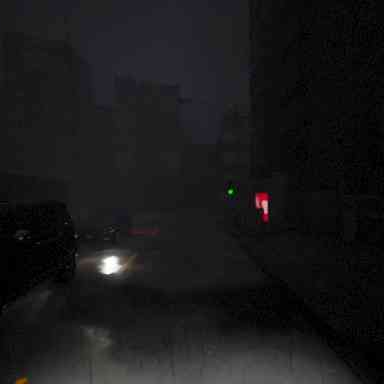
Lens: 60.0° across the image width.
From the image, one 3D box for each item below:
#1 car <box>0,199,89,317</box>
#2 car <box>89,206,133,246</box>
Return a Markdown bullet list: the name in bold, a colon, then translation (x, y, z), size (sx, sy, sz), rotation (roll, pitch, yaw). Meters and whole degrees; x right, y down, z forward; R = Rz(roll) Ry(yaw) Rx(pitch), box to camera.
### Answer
- **car**: translation (-4.094, 1.212, 6.666), size (2.150, 2.045, 5.566), rotation (0, 0, 0)
- **car**: translation (-4.000, 1.458, 15.426), size (1.882, 1.535, 5.008), rotation (0, 0, 0)
